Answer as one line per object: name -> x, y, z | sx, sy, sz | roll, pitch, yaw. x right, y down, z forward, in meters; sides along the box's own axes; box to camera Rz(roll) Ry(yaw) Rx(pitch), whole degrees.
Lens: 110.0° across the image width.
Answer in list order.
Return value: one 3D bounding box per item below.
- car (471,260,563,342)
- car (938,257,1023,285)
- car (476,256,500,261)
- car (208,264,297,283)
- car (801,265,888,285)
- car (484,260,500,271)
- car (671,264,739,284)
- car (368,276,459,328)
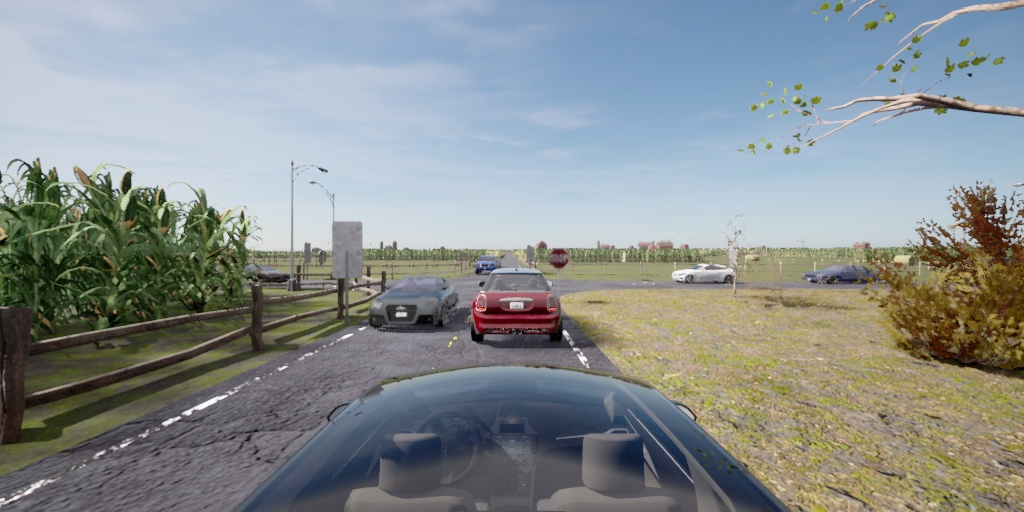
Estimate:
car -> 0.108, 1.110, 9.994 | 2.097, 1.767, 4.553 | 0, 0, 0
car -> 35.810, 1.086, 27.049 | 5.566, 2.045, 2.150 | 0, 0, 1
car -> -2.833, 0.974, 40.720 | 2.150, 2.045, 5.566 | 0, 0, 1
car -> -17.376, 1.263, 24.043 | 5.357, 1.411, 2.033 | 0, 0, 0
car -> 25.080, 1.381, 27.053 | 5.357, 1.411, 2.033 | 0, 0, 0
car -> -2.787, 1.302, 50.644 | 1.994, 1.385, 4.181 | 0, 0, 0
car -> 14.533, 1.329, 27.038 | 4.674, 1.442, 1.812 | 0, 0, 0
car -> -2.862, 1.323, 11.241 | 1.994, 1.385, 4.181 | 0, 0, 0
